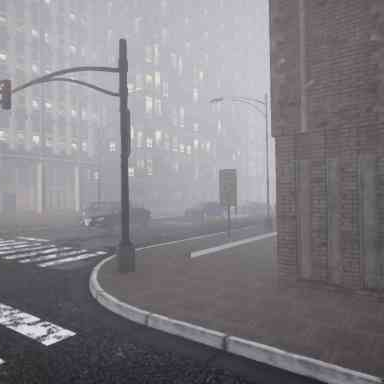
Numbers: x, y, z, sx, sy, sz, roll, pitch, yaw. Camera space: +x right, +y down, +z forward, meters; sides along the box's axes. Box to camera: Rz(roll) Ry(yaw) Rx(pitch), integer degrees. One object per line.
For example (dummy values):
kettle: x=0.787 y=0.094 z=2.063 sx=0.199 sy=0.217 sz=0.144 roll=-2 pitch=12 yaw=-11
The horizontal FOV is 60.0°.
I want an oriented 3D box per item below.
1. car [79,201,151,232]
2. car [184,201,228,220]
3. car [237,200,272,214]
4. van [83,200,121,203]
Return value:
car: x=-4.634 y=1.558 z=20.983 sx=2.128 sy=1.511 sz=4.902 roll=-1 pitch=-1 yaw=34
car: x=1.297 y=1.563 z=29.228 sx=1.882 sy=1.535 sz=5.008 roll=-1 pitch=-1 yaw=36
car: x=7.254 y=1.707 z=37.514 sx=1.895 sy=1.301 sz=4.718 roll=-1 pitch=-1 yaw=36
van: x=-6.009 y=1.460 z=23.498 sx=1.690 sy=1.788 sz=3.998 roll=-2 pitch=-1 yaw=36
